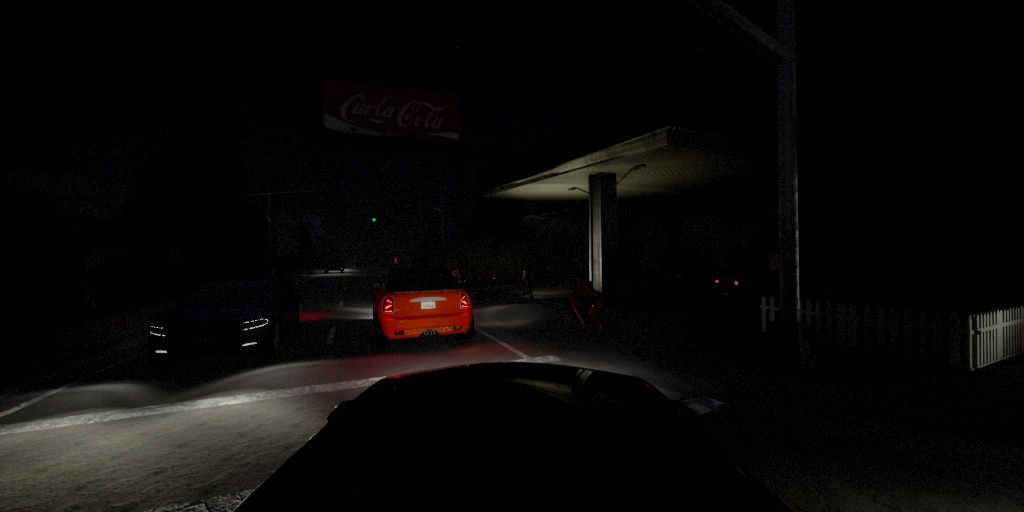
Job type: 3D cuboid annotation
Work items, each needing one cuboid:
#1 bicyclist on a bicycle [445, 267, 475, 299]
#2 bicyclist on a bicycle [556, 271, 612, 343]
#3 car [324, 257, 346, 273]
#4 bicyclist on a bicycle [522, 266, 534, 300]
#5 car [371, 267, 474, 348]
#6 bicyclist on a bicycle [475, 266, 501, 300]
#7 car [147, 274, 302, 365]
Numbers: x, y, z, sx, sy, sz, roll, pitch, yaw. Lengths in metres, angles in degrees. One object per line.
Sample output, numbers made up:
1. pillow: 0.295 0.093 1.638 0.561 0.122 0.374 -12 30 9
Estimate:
1. bicyclist on a bicycle: -2.617 1.316 16.374 1.656 1.620 0.582 1 0 37
2. bicyclist on a bicycle: 1.709 1.199 8.660 0.582 1.620 1.656 3 -2 -42
3. car: -23.680 1.201 47.821 2.150 2.045 5.566 -1 0 -25
4. bicyclist on a bicycle: 0.800 1.330 17.870 0.582 1.620 1.656 -1 0 16
5. car: -2.539 1.056 9.447 2.097 1.767 4.553 -1 0 -22
6. bicyclist on a bicycle: -1.309 1.342 17.756 1.656 1.620 0.582 0 0 -21
7. car: -6.253 1.216 8.379 1.882 1.535 5.008 -1 0 -23
